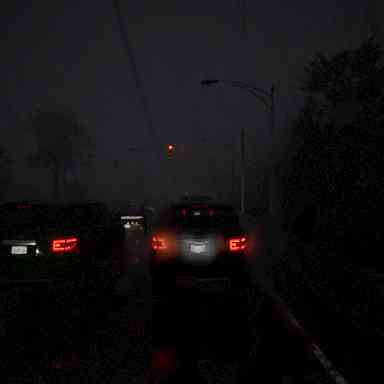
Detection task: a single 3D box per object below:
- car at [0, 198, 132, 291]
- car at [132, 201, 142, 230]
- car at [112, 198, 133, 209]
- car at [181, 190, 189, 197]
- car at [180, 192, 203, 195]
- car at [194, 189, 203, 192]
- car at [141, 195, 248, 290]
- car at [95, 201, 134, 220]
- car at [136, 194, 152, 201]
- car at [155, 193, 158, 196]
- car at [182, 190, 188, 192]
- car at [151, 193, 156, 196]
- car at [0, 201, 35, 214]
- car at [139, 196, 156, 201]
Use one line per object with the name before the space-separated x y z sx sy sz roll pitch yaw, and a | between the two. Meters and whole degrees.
car | -3.330 1.221 9.146 2.150 2.045 5.566 0 0 1
car | -3.187 1.491 19.013 2.128 1.511 4.902 0 0 1
car | -9.789 1.563 47.372 1.994 1.385 4.181 0 0 1
car | -1.807 0.294 87.686 1.882 1.535 5.008 0 3 1
car | 0.328 1.221 19.563 2.150 2.045 5.566 0 0 1
car | 1.472 0.850 77.573 2.097 1.767 4.553 0 3 1
car | 0.171 1.221 9.233 2.150 2.045 5.566 0 0 1
car | -6.689 1.547 29.289 2.033 1.411 5.357 0 0 1
car | -9.393 1.517 63.238 1.812 1.442 4.674 0 0 2
car | -5.760 1.414 67.750 2.128 1.511 4.902 0 1 2
car | -2.036 1.053 77.274 2.033 1.411 5.357 0 3 1
car | -9.018 0.955 78.174 1.882 1.535 5.008 0 3 1
car | -19.414 1.601 35.142 4.718 1.301 1.895 0 0 -3
car | -6.229 1.601 50.089 1.895 1.301 4.718 0 0 1
